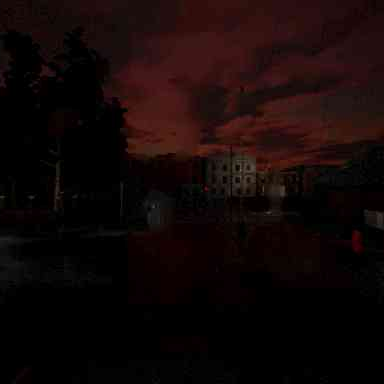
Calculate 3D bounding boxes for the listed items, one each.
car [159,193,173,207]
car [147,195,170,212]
[{"bbox_3d":[-4.128,1.221,50.009,2.150,2.045,5.566,0,0,1],"label":"car"},{"bbox_3d":[-4.147,1.491,39.421,2.128,1.511,4.902,0,0,0],"label":"car"}]
